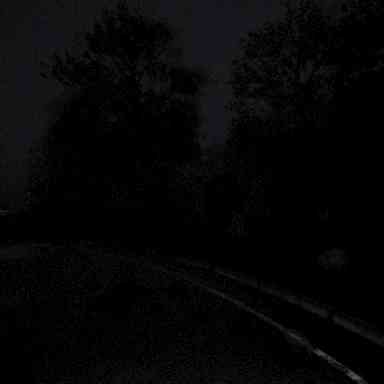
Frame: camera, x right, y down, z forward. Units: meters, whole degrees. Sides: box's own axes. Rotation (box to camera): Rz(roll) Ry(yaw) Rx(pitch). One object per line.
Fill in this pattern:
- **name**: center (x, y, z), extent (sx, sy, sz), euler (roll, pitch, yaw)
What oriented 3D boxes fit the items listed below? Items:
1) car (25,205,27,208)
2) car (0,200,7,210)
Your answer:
- **car**: center (-29.028, 2.014, 60.541), extent (1.837, 1.490, 4.892), euler (-1, 0, -14)
- **car**: center (-30.768, 2.072, 52.527), extent (1.812, 1.442, 4.674), euler (-1, 0, -13)
